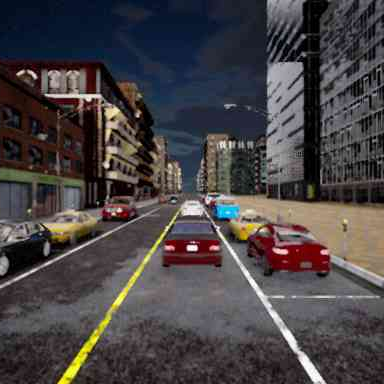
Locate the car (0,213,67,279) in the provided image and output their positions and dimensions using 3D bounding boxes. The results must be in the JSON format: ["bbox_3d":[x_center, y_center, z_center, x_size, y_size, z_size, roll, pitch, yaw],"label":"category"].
[{"bbox_3d":[-5.680,1.538,9.940,2.008,1.369,4.403,1,0,0],"label":"car"}]

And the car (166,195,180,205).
[{"bbox_3d":[-3.068,1.463,57.953,1.812,1.442,4.674,0,0,0],"label":"car"}]

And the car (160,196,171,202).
[{"bbox_3d":[-5.687,1.491,71.208,1.947,1.339,4.313,1,0,0],"label":"car"}]

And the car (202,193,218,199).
[{"bbox_3d":[3.101,1.173,49.738,2.150,2.045,5.566,0,0,0],"label":"car"}]

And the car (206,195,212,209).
[{"bbox_3d":[3.143,1.477,42.707,1.812,1.442,4.674,0,0,0],"label":"car"}]

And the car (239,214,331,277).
[{"bbox_3d":[2.700,1.570,9.940,1.802,1.307,4.206,1,0,0],"label":"car"}]

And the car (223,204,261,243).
[{"bbox_3d":[2.700,1.506,15.680,1.752,1.417,4.829,1,0,0],"label":"car"}]

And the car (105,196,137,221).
[{"bbox_3d":[-5.679,1.283,26.650,2.192,1.841,5.009,1,0,0],"label":"car"}]

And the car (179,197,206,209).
[{"bbox_3d":[0.047,1.491,29.240,1.812,1.442,4.674,0,0,0],"label":"car"}]

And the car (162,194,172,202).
[{"bbox_3d":[-5.686,1.360,76.778,1.967,1.590,4.097,1,0,0],"label":"car"}]

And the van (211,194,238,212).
[{"bbox_3d":[2.701,1.309,26.650,1.690,1.788,3.998,1,0,0],"label":"van"}]

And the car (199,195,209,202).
[{"bbox_3d":[2.692,1.471,76.777,2.008,1.369,4.403,1,0,0],"label":"car"}]

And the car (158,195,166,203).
[{"bbox_3d":[-5.686,1.475,65.638,1.887,1.381,4.507,1,0,0],"label":"car"}]

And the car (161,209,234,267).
[{"bbox_3d":[0.022,1.533,11.358,2.033,1.411,5.357,0,0,0],"label":"car"}]

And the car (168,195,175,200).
[{"bbox_3d":[-5.690,1.488,93.487,1.802,1.307,4.206,1,0,0],"label":"car"}]

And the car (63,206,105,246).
[{"bbox_3d":[-5.681,1.506,15.341,1.752,1.417,4.829,1,0,0],"label":"car"}]
